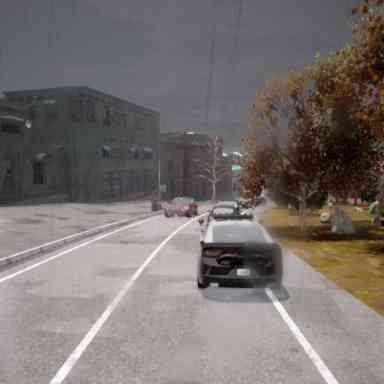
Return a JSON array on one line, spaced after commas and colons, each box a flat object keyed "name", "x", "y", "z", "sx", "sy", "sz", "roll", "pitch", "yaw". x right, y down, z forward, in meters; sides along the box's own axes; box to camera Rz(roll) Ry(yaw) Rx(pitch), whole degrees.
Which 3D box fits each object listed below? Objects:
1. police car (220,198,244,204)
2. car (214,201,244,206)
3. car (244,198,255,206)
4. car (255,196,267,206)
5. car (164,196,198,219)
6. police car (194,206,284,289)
[{"name": "police car", "x": 2.670, "y": 1.353, "z": 24.908, "sx": 1.930, "sy": 1.638, "sz": 5.238, "roll": 1, "pitch": 0, "yaw": 9}, {"name": "car", "x": 1.839, "y": 1.476, "z": 18.964, "sx": 1.812, "sy": 1.442, "sz": 4.674, "roll": 1, "pitch": 0, "yaw": 6}, {"name": "car", "x": 6.743, "y": 1.482, "z": 44.505, "sx": 1.895, "sy": 1.301, "sz": 4.718, "roll": 2, "pitch": 0, "yaw": 20}, {"name": "car", "x": 11.242, "y": 1.445, "z": 55.764, "sx": 1.837, "sy": 1.490, "sz": 4.892, "roll": 3, "pitch": 1, "yaw": 26}, {"name": "car", "x": -0.846, "y": 1.201, "z": 27.967, "sx": 2.097, "sy": 1.767, "sz": 4.553, "roll": 1, "pitch": 1, "yaw": 11}, {"name": "police car", "x": 1.128, "y": 1.404, "z": 9.262, "sx": 1.930, "sy": 1.638, "sz": 5.238, "roll": 0, "pitch": 0, "yaw": 2}]
